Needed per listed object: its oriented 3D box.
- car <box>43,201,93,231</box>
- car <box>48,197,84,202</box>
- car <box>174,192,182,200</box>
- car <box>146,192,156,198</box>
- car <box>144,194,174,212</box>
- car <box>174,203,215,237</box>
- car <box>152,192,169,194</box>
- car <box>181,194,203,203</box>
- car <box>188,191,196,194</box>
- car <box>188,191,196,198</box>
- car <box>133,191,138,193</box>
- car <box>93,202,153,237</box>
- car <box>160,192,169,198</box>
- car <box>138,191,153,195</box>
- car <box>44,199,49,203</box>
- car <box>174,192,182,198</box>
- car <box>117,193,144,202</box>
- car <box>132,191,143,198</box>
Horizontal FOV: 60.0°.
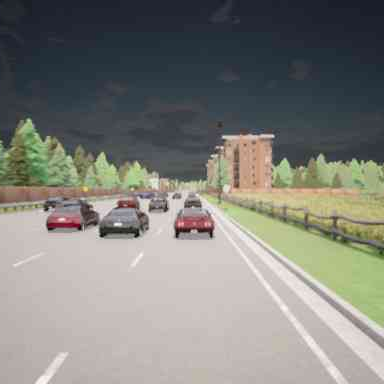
[{"bbox_3d":[-6.898,1.427,19.625,1.994,1.385,4.181,0,0,0],"label":"car"},{"bbox_3d":[-10.397,1.342,29.540,2.033,1.411,5.357,0,0,0],"label":"car"},{"bbox_3d":[-3.496,0.995,75.064,2.128,1.511,4.902,0,0,0],"label":"car"},{"bbox_3d":[-10.503,0.759,85.104,1.837,1.490,4.892,0,0,0],"label":"car"},{"bbox_3d":[-3.398,1.248,34.924,2.128,1.511,4.902,0,0,0],"label":"car"},{"bbox_3d":[0.102,1.480,17.281,1.895,1.301,4.718,0,0,0],"label":"car"},{"bbox_3d":[-6.996,0.998,74.647,2.033,1.411,5.357,0,0,0],"label":"car"},{"bbox_3d":[0.103,1.261,34.995,1.837,1.490,4.892,0,0,0],"label":"car"},{"bbox_3d":[0.004,1.064,75.094,1.895,1.301,4.718,0,0,0],"label":"car"},{"bbox_3d":[-0.003,0.613,85.104,2.097,1.767,4.553,0,0,0],"label":"car"},{"bbox_3d":[-13.996,1.014,74.681,2.033,1.411,5.357,0,0,0],"label":"car"},{"bbox_3d":[-3.399,1.443,17.274,1.994,1.385,4.181,0,0,0],"label":"car"},{"bbox_3d":[-7.003,0.759,85.114,1.837,1.490,4.892,0,0,0],"label":"car"},{"bbox_3d":[-10.496,0.948,75.064,1.882,1.535,5.008,0,0,0],"label":"car"},{"bbox_3d":[-13.897,1.261,35.028,1.837,1.490,4.892,0,0,0],"label":"car"},{"bbox_3d":[-3.503,0.736,85.124,1.882,1.535,5.008,0,0,0],"label":"car"},{"bbox_3d":[-6.898,1.224,36.505,1.882,1.535,5.008,0,0,0],"label":"car"},{"bbox_3d":[-14.003,0.615,85.063,2.097,1.767,4.553,0,0,0],"label":"car"}]
